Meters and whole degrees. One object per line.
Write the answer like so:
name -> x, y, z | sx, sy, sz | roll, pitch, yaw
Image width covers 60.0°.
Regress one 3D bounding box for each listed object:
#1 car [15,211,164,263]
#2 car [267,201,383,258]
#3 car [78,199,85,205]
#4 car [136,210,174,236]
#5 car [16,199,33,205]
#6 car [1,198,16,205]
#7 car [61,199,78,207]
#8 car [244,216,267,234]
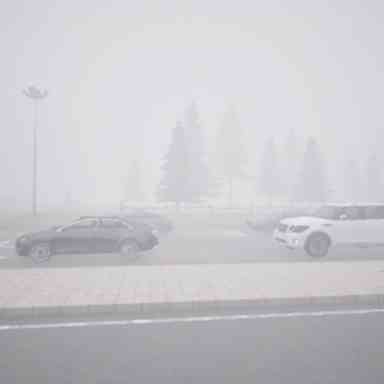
car -> -3.607, 1.590, 11.961 | 4.902, 1.511, 2.128 | 0, -1, -8
car -> 6.167, 1.402, 13.330 | 5.566, 2.045, 2.150 | 0, -1, -8
car -> -24.721, 2.174, 72.841 | 1.895, 1.301, 4.718 | 0, -1, -7
car -> -3.128, 1.739, 19.096 | 4.181, 1.385, 1.994 | 0, -1, -8
car -> -35.066, 2.083, 70.942 | 1.895, 1.301, 4.718 | 0, -1, -7
car -> -38.532, 1.937, 70.464 | 1.882, 1.535, 5.008 | 0, -1, -7
car -> -23.506, 2.012, 63.017 | 1.812, 1.442, 4.674 | 0, -1, -7
car -> 5.996, 1.799, 20.371 | 5.357, 1.411, 2.033 | 0, -1, -8
